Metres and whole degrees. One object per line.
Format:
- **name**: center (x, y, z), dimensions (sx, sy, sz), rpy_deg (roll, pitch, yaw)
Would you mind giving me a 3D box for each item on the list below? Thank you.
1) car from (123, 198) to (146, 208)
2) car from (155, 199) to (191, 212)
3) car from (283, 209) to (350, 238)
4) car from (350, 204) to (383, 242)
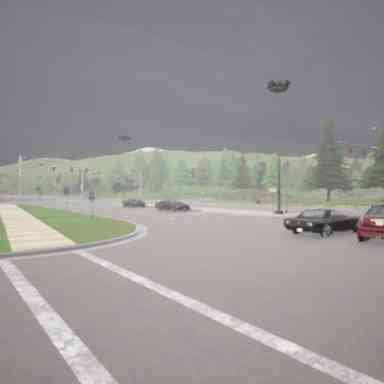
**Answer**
- **car**: center (-7.961, 1.481, 45.718), dimensions (1.994, 1.385, 4.181), rpy_deg (0, 0, -34)
- **car**: center (-2.280, 1.465, 37.510), dimensions (2.033, 1.411, 5.357), rpy_deg (0, 0, -35)
- **car**: center (7.000, 1.536, 17.333), dimensions (4.718, 1.301, 1.895), rpy_deg (0, 0, -35)
- **car**: center (9.304, 1.286, 14.676), dimensions (4.553, 1.767, 2.097), rpy_deg (0, 0, -35)
